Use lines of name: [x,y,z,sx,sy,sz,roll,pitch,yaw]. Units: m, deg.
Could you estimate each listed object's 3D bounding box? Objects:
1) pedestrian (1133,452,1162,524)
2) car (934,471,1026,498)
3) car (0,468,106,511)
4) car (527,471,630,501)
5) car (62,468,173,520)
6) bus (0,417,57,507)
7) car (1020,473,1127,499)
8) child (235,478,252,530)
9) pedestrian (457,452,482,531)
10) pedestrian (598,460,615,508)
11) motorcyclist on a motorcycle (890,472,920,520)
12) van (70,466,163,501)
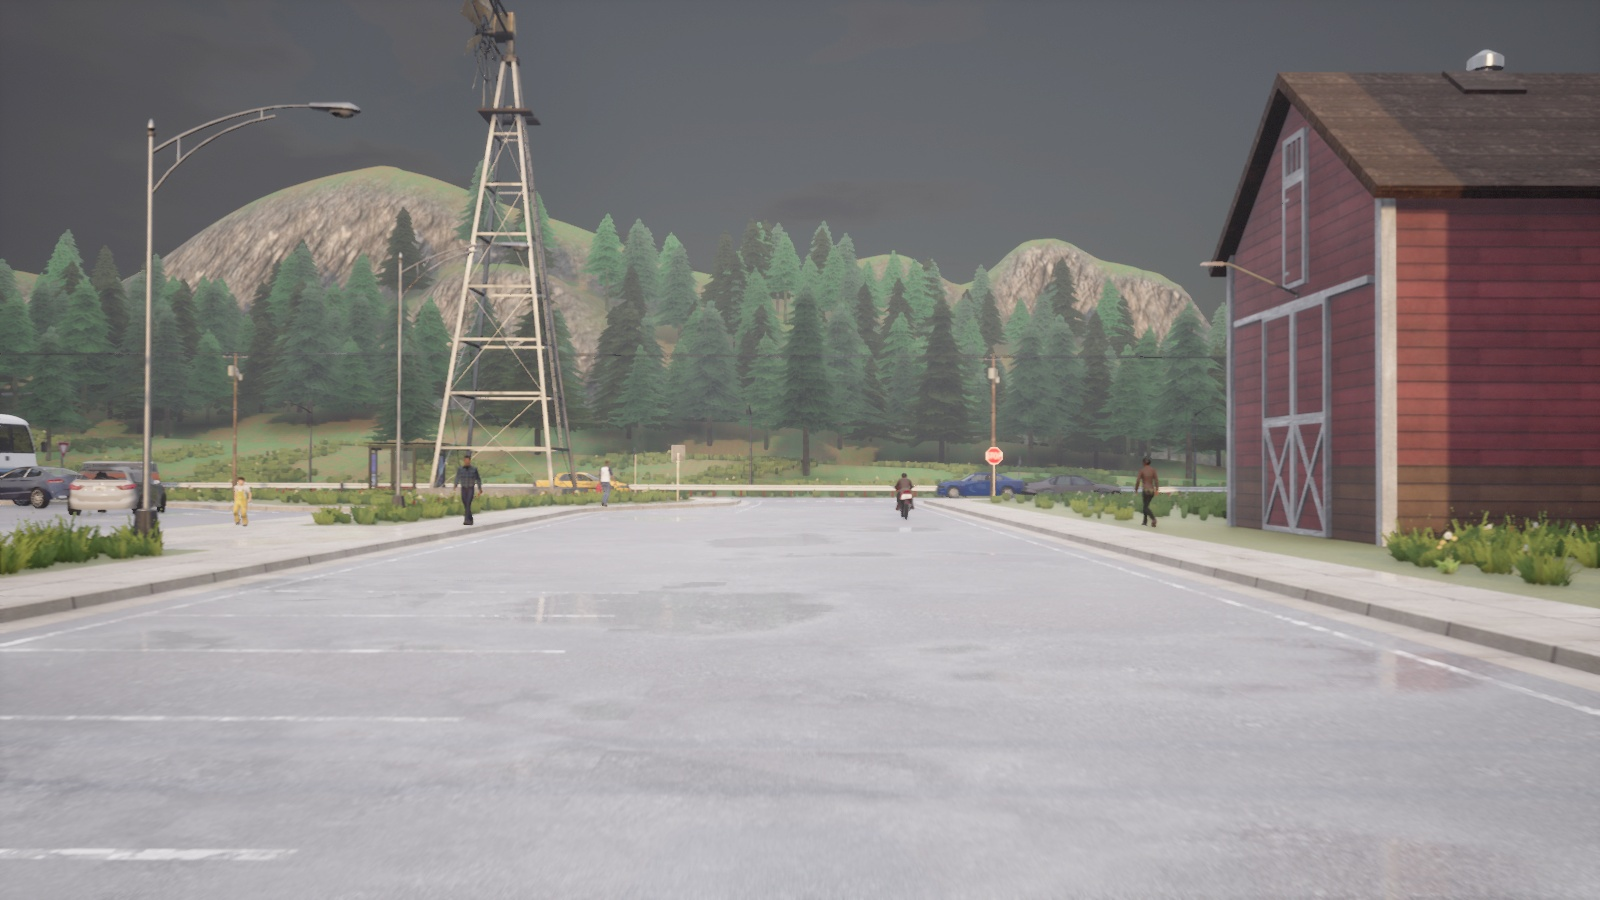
pedestrian: [8.912,0.970,32.222,0.328,1.805,0.869,0,-1,-12]
car: [10.292,1.959,72.151,5.008,1.535,1.882,0,-1,1]
car: [-30.335,1.549,49.810,5.027,1.651,2.152,-1,-1,21]
car: [-12.130,1.957,68.993,5.366,1.575,1.801,0,-1,1]
car: [-23.165,1.469,42.838,2.242,1.667,4.611,0,-1,-14]
bus: [-39.651,0.580,58.714,3.944,4.253,10.273,0,-1,-1]
car: [14.892,1.951,68.581,5.357,1.411,2.033,0,-1,1]
child: [-13.661,1.321,30.831,0.270,1.263,0.437,0,-1,-6]
pedestrian: [-8.258,1.028,31.383,0.423,1.949,0.788,0,-1,1]
pedestrian: [-7.482,1.312,48.511,0.354,1.836,0.706,-1,-1,20]
motorcyclist on a motorcycle: [3.403,1.469,40.973,0.797,1.523,2.044,0,-1,0]
van: [-39.663,1.947,72.914,4.442,1.987,1.775,0,-1,1]
